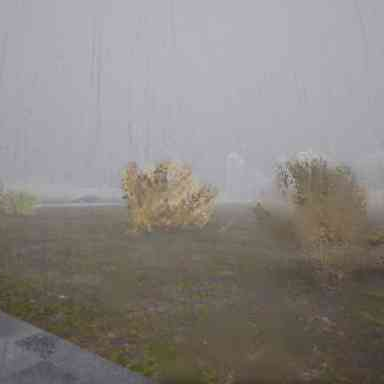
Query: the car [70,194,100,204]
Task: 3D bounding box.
[{"bbox_3d":[-16.944,1.123,52.851,1.837,1.490,4.892,0,0,36],"label":"car"}]
